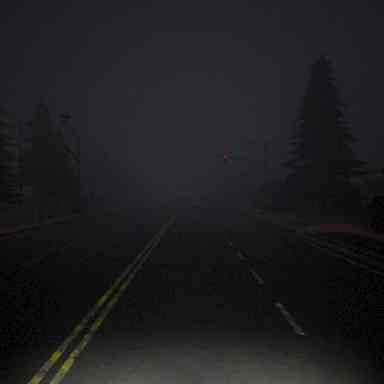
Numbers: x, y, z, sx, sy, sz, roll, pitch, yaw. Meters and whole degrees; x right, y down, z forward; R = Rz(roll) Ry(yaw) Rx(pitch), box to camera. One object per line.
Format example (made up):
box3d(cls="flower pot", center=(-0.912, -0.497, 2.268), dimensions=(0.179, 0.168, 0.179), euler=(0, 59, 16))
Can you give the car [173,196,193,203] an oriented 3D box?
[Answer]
box3d(cls="car", center=(-1.878, 1.644, 70.625), dimensions=(4.181, 1.385, 1.994), euler=(0, 0, -2))
